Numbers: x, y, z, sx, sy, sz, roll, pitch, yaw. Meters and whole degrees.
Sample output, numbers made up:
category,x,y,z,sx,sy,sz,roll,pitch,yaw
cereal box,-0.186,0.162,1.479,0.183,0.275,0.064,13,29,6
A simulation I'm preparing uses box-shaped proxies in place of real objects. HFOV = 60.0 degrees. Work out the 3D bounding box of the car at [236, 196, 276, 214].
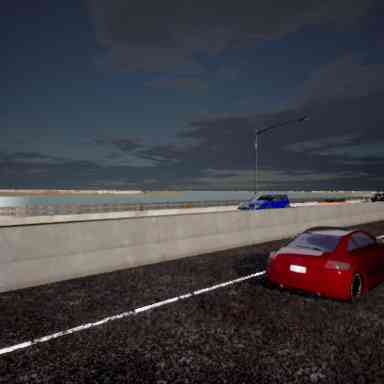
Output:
category,x,y,z,sx,sy,sz,roll,pitch,yaw
car,7.058,1.332,36.287,4.553,1.767,2.097,0,0,-44

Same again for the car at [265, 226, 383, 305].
category,x,y,z,sx,sy,sz,roll,pitch,yaw
car,3.621,1.557,8.266,4.181,1.385,1.994,0,0,-44

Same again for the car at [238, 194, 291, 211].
category,x,y,z,sx,sy,sz,roll,pitch,yaw
car,7.227,1.203,31.589,5.566,2.045,2.150,0,0,-44

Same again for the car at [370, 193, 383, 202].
category,x,y,z,sx,sy,sz,roll,pitch,yaw
car,36.276,1.133,63.922,5.566,2.045,2.150,0,0,-43

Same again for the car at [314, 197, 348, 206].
category,x,y,z,sx,sy,sz,roll,pitch,yaw
car,13.859,1.322,33.117,4.553,1.767,2.097,0,0,-44
